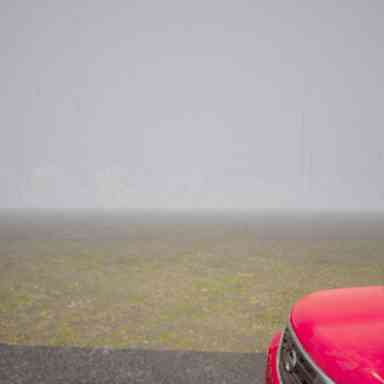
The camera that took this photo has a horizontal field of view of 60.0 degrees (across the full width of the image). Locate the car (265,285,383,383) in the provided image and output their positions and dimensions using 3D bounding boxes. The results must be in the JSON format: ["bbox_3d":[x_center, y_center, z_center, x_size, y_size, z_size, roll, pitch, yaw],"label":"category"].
[{"bbox_3d":[3.364,1.225,2.230,5.566,2.045,2.150,0,0,3],"label":"car"}]
